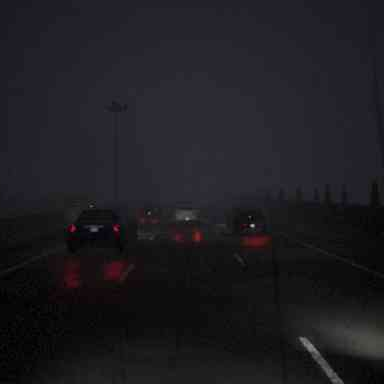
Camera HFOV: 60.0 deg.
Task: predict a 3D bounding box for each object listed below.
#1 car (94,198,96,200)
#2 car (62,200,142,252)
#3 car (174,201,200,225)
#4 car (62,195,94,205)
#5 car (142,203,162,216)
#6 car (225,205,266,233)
[{"bbox_3d":[-18.853,1.825,61.654,1.837,1.490,4.892,0,0,-1],"label":"car"},{"bbox_3d":[-3.625,1.416,14.287,2.097,1.767,4.553,0,0,-1],"label":"car"},{"bbox_3d":[-0.384,1.636,25.127,1.812,1.442,4.674,0,0,-2],"label":"car"},{"bbox_3d":[-14.966,1.419,43.181,2.150,2.045,5.566,0,-1,-1],"label":"car"},{"bbox_3d":[-4.078,1.750,33.756,1.895,1.301,4.718,0,0,-1],"label":"car"},{"bbox_3d":[3.239,1.593,20.490,1.837,1.490,4.892,0,0,-1],"label":"car"}]
